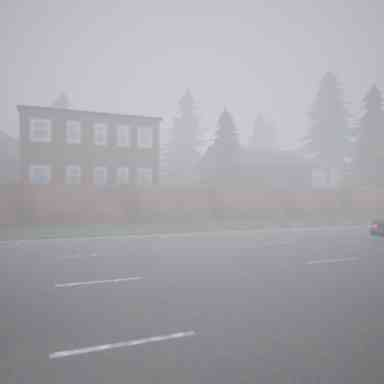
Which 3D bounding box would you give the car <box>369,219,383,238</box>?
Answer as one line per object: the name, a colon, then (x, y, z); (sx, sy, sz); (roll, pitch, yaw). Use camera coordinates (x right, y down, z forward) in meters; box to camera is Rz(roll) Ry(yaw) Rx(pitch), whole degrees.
car: (10.529, 1.545, 14.916); (5.357, 1.411, 2.033); (0, 0, -21)
